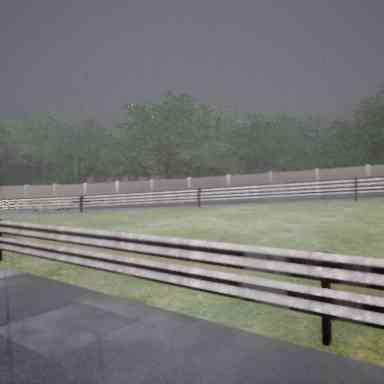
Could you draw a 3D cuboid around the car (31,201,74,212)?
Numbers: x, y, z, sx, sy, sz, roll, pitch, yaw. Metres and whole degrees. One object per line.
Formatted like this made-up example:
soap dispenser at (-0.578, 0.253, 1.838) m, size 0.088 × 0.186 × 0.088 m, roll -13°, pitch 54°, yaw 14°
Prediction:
car at (-14.831, 1.340, 35.259) m, size 4.674 × 1.442 × 1.812 m, roll -2°, pitch -1°, yaw 17°
